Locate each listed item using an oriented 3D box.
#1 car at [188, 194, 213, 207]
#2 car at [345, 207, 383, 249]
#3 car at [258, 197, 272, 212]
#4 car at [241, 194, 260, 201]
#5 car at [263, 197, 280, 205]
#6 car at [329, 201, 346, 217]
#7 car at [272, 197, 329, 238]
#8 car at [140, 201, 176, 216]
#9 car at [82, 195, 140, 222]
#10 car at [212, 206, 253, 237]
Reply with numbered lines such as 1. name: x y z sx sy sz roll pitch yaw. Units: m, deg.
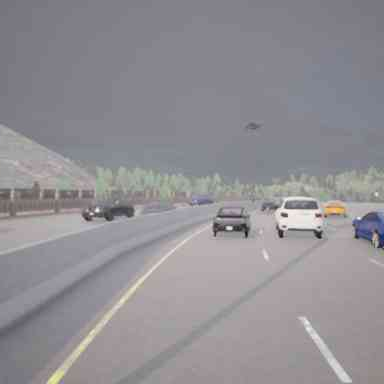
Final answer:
1. car: 1.491 1.380 54.679 2.150 2.045 5.566 0 0 31
2. car: 8.655 1.559 14.792 1.882 1.535 5.008 0 0 10
3. car: 9.694 1.661 39.955 1.837 1.490 4.892 0 0 26
4. car: 11.363 1.511 64.075 2.150 2.045 5.566 0 0 32
5. car: 15.296 1.760 63.794 1.812 1.442 4.674 0 0 32
6. car: 14.234 1.635 33.119 1.882 1.535 5.008 0 0 23
7. car: 5.820 1.300 18.525 2.150 2.045 5.566 0 0 12
8. car: -2.763 1.569 27.694 1.837 1.490 4.892 0 0 17
9. car: -6.627 1.266 27.046 2.150 2.045 5.566 0 0 16
10. car: 2.303 1.554 18.516 2.128 1.511 4.902 0 0 12
